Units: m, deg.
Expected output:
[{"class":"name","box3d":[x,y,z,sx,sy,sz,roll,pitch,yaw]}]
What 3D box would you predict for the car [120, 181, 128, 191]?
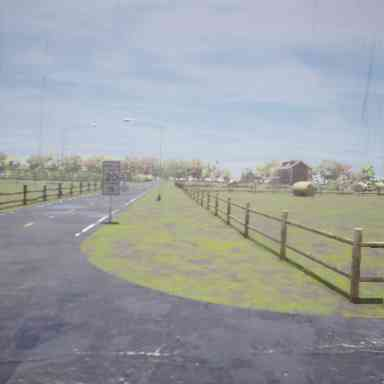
[{"class":"car","box3d":[-11.105,-0.939,51.983,1.812,1.442,4.674,2,2,-4]}]
